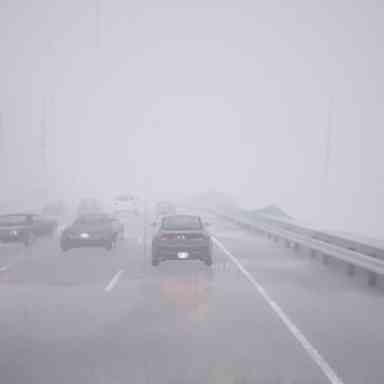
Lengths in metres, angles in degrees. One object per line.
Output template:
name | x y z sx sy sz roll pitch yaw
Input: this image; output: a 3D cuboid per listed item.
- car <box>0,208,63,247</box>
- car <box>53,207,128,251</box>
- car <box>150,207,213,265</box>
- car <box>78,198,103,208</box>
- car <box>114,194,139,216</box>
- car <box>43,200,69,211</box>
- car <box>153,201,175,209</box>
car | -7.641 1.611 15.011 1.895 1.301 4.718 0 0 -5
car | -4.097 1.566 14.213 1.994 1.385 4.181 0 0 -4
car | -0.395 1.499 11.627 1.837 1.490 4.892 0 0 -3
car | -10.230 1.357 33.820 2.097 1.767 4.553 0 0 -10
car | -6.423 1.218 32.598 2.150 2.045 5.566 0 0 -10
car | -13.735 1.540 33.618 1.812 1.442 4.674 0 0 -11
car | -2.516 1.535 30.585 2.033 1.411 5.357 0 0 -9
